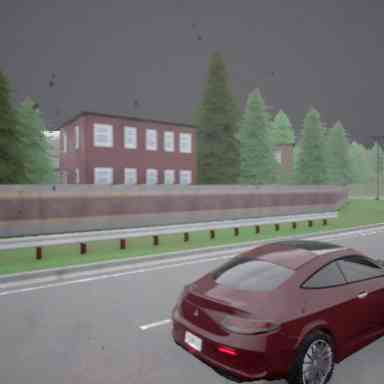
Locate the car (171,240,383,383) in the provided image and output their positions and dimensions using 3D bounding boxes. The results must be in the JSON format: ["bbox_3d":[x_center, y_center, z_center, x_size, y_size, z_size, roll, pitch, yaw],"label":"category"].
[{"bbox_3d":[1.884,1.482,5.087,4.674,1.442,1.812,-1,0,-35],"label":"car"}]
